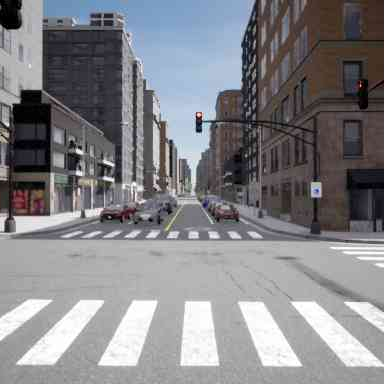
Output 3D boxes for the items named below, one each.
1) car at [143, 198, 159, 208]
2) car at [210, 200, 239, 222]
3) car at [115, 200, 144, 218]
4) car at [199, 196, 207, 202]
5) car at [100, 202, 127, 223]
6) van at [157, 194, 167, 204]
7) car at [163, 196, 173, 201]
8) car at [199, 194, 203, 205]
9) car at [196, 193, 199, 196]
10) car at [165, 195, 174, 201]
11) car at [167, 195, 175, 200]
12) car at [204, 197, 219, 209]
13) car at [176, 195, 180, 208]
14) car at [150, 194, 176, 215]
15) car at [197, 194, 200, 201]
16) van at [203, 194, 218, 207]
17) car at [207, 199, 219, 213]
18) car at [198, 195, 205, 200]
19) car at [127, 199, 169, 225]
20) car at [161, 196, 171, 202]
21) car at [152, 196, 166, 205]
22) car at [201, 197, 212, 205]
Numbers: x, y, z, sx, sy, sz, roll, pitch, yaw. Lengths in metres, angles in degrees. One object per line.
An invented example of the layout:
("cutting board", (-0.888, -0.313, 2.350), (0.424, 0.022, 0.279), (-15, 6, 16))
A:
("car", (-5.899, 1.597, 48.632), (1.802, 1.307, 4.206), (1, 0, 0))
("car", (2.650, 1.588, 25.940), (1.802, 1.307, 4.206), (1, 0, 0))
("car", (-5.882, 1.552, 31.613), (1.887, 1.381, 4.507), (1, 0, 0))
("car", (2.597, 1.557, 77.170), (1.752, 1.417, 4.829), (1, 0, 0))
("car", (-5.876, 1.551, 25.940), (1.887, 1.381, 4.507), (1, 0, 0))
("van", (-5.915, 1.366, 65.650), (1.690, 1.788, 3.998), (1, 0, 0))
("car", (-5.934, 1.601, 82.669), (1.947, 1.339, 4.313), (1, 0, 0))
("car", (2.629, 1.330, 48.633), (2.192, 1.841, 5.009), (1, 0, 0))
("car", (2.594, 1.350, 82.674), (2.192, 1.841, 5.009), (1, 0, 0))
("car", (-5.940, 1.604, 88.342), (1.947, 1.339, 4.313), (1, 0, 0))
("car", (-5.945, 1.585, 94.015), (1.887, 1.381, 4.507), (1, 0, 0))
("car", (2.638, 1.592, 37.287), (1.802, 1.307, 4.206), (1, 0, 0))
("car", (-3.139, 1.578, 48.481), (1.994, 1.385, 4.181), (0, 0, -1))
("car", (-3.138, 1.231, 34.517), (2.150, 2.045, 5.566), (0, 0, 0))
("car", (2.603, 1.594, 71.327), (1.947, 1.339, 4.313), (1, 0, 0))
("van", (2.635, 1.353, 42.960), (1.690, 1.788, 3.998), (1, 0, 0))
("car", (2.644, 1.590, 31.613), (1.802, 1.307, 4.206), (1, 0, 0))
("car", (2.581, 1.566, 94.190), (1.752, 1.417, 4.829), (1, 0, 0))
("car", (-3.104, 1.497, 24.346), (2.128, 1.511, 4.902), (0, 0, -1))
("car", (-5.928, 1.582, 76.996), (2.008, 1.369, 4.403), (1, 0, 0))
("car", (-5.909, 1.461, 59.977), (1.967, 1.590, 4.097), (1, 0, 0))
("car", (2.615, 1.603, 59.980), (1.802, 1.307, 4.206), (1, 0, 0))
